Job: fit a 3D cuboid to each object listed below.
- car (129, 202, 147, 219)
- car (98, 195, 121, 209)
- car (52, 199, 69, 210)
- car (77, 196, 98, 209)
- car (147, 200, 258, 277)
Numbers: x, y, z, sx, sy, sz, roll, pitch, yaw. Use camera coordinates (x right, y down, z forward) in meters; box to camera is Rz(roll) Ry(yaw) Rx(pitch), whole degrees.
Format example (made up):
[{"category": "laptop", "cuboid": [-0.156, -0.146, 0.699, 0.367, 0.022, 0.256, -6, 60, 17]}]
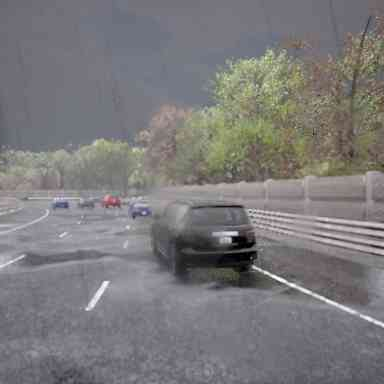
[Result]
[{"category": "car", "cuboid": [-4.719, 1.643, 30.519, 1.812, 1.442, 4.674, 0, 0, -16]}, {"category": "car", "cuboid": [-12.254, 1.418, 50.115, 2.150, 2.045, 5.566, 0, 0, -25]}, {"category": "car", "cuboid": [-18.720, 1.671, 47.242, 1.882, 1.535, 5.008, 0, 0, -29]}, {"category": "car", "cuboid": [-15.609, 1.701, 48.848, 1.837, 1.490, 4.892, 0, 0, -29]}, {"category": "car", "cuboid": [0.098, 1.263, 10.656, 2.150, 2.045, 5.566, 0, 0, -16]}]
